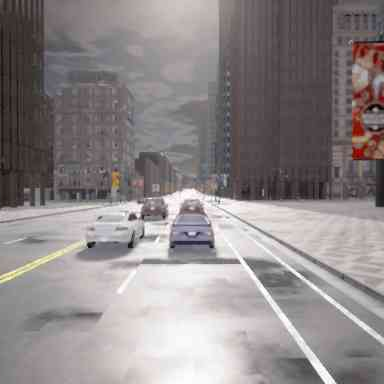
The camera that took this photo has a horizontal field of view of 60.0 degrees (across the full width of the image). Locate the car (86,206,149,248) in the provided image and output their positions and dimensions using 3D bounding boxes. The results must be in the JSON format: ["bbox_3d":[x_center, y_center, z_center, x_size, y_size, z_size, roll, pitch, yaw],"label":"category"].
[{"bbox_3d":[-3.250,1.539,14.654,1.812,1.442,4.674,0,0,0],"label":"car"}]

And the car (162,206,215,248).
[{"bbox_3d":[0.000,1.569,14.653,2.033,1.411,5.357,0,0,0],"label":"car"}]

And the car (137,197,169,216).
[{"bbox_3d":[-3.249,1.402,29.626,2.097,1.767,4.553,0,0,0],"label":"car"}]

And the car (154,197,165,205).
[{"bbox_3d":[-6.500,1.731,66.662,1.812,1.442,4.674,0,0,0],"label":"car"}]

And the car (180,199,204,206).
[{"bbox_3d":[0.001,1.402,29.626,2.097,1.767,4.553,0,0,0],"label":"car"}]

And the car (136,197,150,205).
[{"bbox_3d":[-9.750,1.774,66.662,2.033,1.411,5.357,0,0,0],"label":"car"}]
